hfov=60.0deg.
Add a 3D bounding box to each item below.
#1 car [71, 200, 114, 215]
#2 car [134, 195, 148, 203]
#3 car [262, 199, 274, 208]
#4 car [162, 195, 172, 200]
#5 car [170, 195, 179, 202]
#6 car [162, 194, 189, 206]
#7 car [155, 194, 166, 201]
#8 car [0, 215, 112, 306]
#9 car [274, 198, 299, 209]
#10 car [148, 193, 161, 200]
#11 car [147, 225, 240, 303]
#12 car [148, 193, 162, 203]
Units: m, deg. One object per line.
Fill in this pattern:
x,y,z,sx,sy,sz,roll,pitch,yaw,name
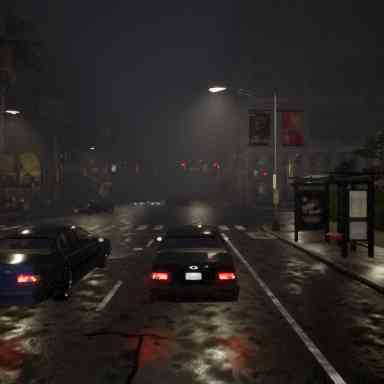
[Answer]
-9.439,1.491,31.951,2.128,1.511,4.902,0,0,22,car
-11.024,1.553,70.475,1.994,1.385,4.181,0,0,0,car
12.676,1.547,47.697,5.357,1.411,2.033,0,0,2,car
-6.822,1.500,91.012,1.837,1.490,4.892,0,0,9,car
-4.087,1.478,78.545,1.882,1.535,5.008,0,0,0,car
-2.413,1.352,53.738,2.097,1.767,4.553,0,0,-36,car
-7.600,1.355,80.704,2.097,1.767,4.553,0,0,0,car
-3.477,1.547,8.249,2.033,1.411,5.357,0,0,0,car
13.934,1.478,44.056,5.008,1.535,1.882,0,0,-1,car
-10.343,1.225,91.194,2.150,2.045,5.566,0,0,9,car
0.023,1.547,8.435,2.033,1.411,5.357,0,0,0,car
-7.524,1.553,70.521,1.994,1.385,4.181,0,0,0,car
